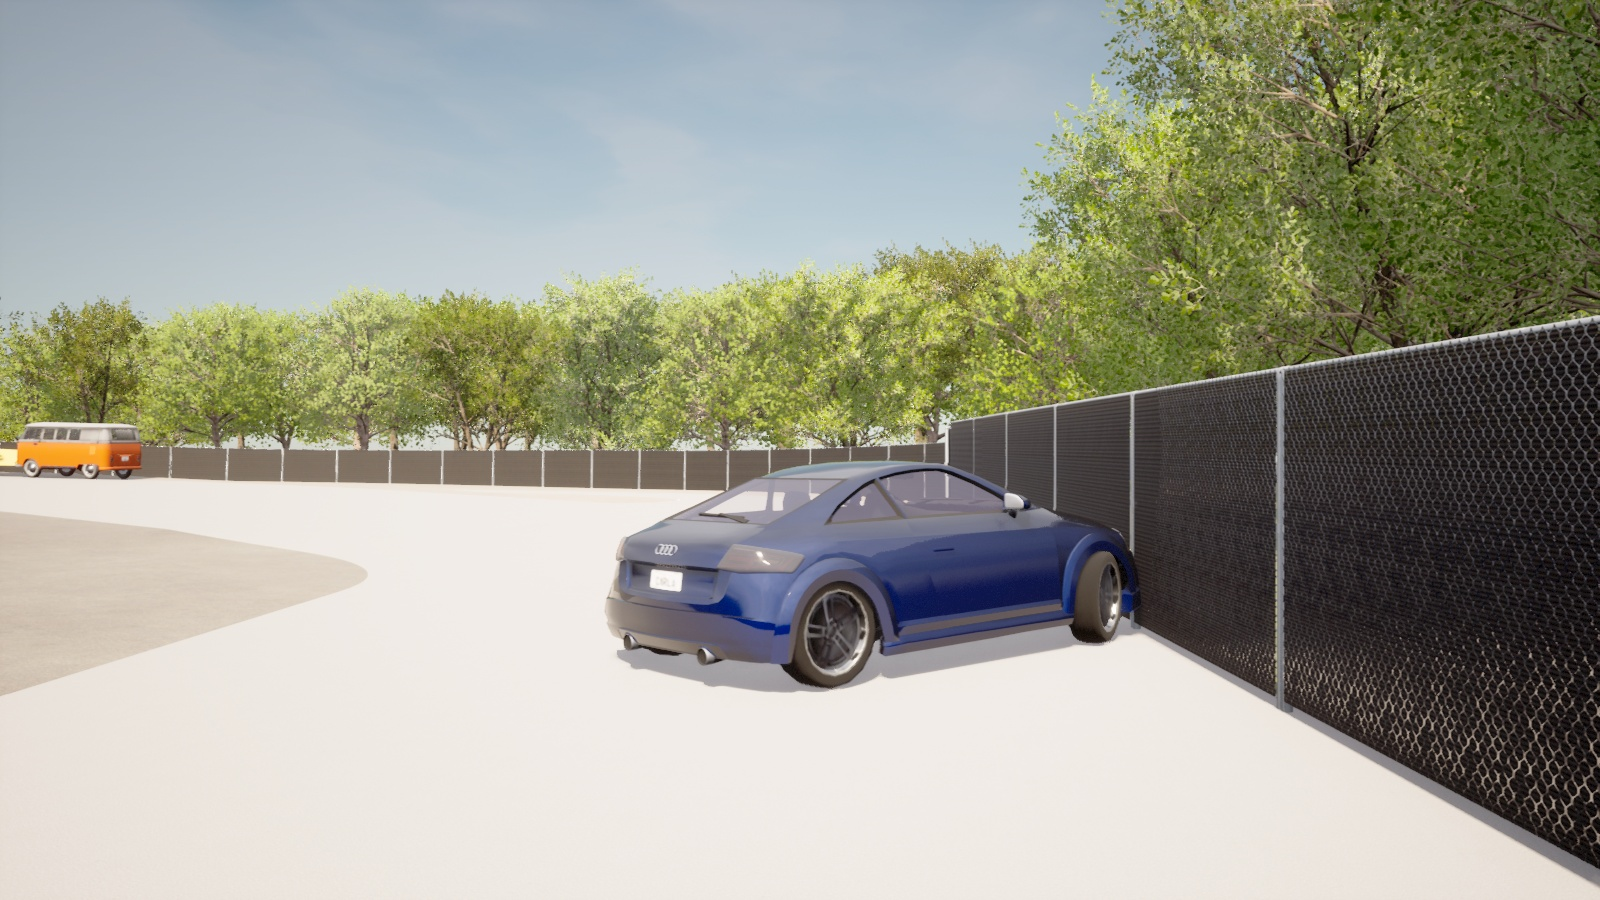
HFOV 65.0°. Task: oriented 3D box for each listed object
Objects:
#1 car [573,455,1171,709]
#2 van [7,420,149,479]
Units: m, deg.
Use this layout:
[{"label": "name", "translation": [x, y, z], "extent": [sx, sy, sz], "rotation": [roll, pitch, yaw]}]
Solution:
[{"label": "car", "translation": [0.676, 0.766, 9.266], "extent": [4.181, 1.385, 1.994], "rotation": [-1, 0, -41]}, {"label": "van", "translation": [-25.831, -0.025, 44.959], "extent": [4.442, 1.987, 1.775], "rotation": [1, 1, 16]}]
